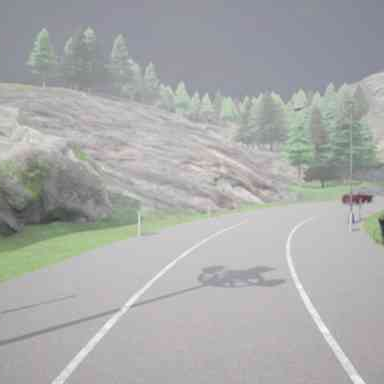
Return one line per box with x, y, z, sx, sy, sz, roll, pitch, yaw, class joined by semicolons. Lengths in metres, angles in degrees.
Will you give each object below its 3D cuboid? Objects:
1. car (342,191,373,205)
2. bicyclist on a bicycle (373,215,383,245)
19.616;0.605;39.289;5.008;1.535;1.882;-2;2;-39;car
7.949;1.299;13.111;0.582;1.620;1.656;-3;-1;-34;bicyclist on a bicycle
